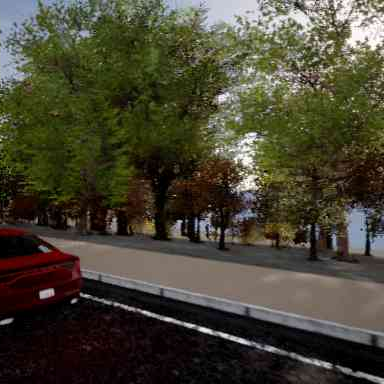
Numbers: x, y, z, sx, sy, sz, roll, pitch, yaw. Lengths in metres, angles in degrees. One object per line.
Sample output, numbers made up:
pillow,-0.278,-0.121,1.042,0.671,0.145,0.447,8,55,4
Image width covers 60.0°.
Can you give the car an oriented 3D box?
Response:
car,-4.345,1.481,6.784,5.008,1.535,1.882,0,0,36
